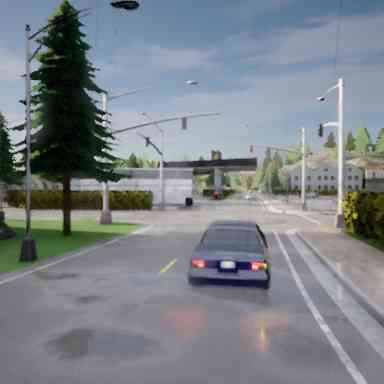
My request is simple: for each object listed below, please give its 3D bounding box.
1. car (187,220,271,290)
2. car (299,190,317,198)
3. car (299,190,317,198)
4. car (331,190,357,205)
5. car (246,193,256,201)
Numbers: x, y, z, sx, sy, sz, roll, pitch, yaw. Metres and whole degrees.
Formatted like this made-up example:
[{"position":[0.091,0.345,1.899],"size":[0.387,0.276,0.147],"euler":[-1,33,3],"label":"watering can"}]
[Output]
[{"position":[1.128,1.464,9.043],"size":[2.033,1.411,5.357],"euler":[0,1,10],"label":"car"},{"position":[26.466,0.685,76.164],"size":[3.806,1.475,1.970],"euler":[0,1,10],"label":"car"},{"position":[27.661,0.373,79.323],"size":[3.866,1.878,1.905],"euler":[0,1,10],"label":"car"},{"position":[20.406,0.959,42.448],"size":[5.027,1.636,2.152],"euler":[0,1,10],"label":"car"},{"position":[11.447,0.939,64.887],"size":[1.812,1.442,4.674],"euler":[0,1,11],"label":"car"}]
